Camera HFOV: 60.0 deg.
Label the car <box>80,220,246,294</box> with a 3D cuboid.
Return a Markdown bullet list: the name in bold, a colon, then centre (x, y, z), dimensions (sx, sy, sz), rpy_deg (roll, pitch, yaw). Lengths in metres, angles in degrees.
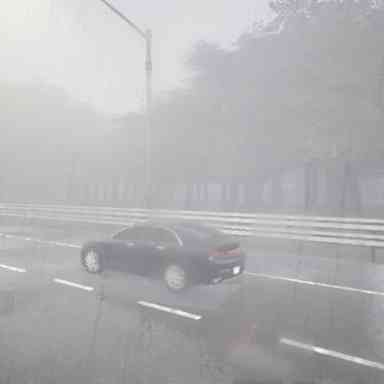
- **car**: centre (-0.976, 1.505, 8.866), dimensions (4.892, 1.490, 1.837), rpy_deg (0, 0, 36)
